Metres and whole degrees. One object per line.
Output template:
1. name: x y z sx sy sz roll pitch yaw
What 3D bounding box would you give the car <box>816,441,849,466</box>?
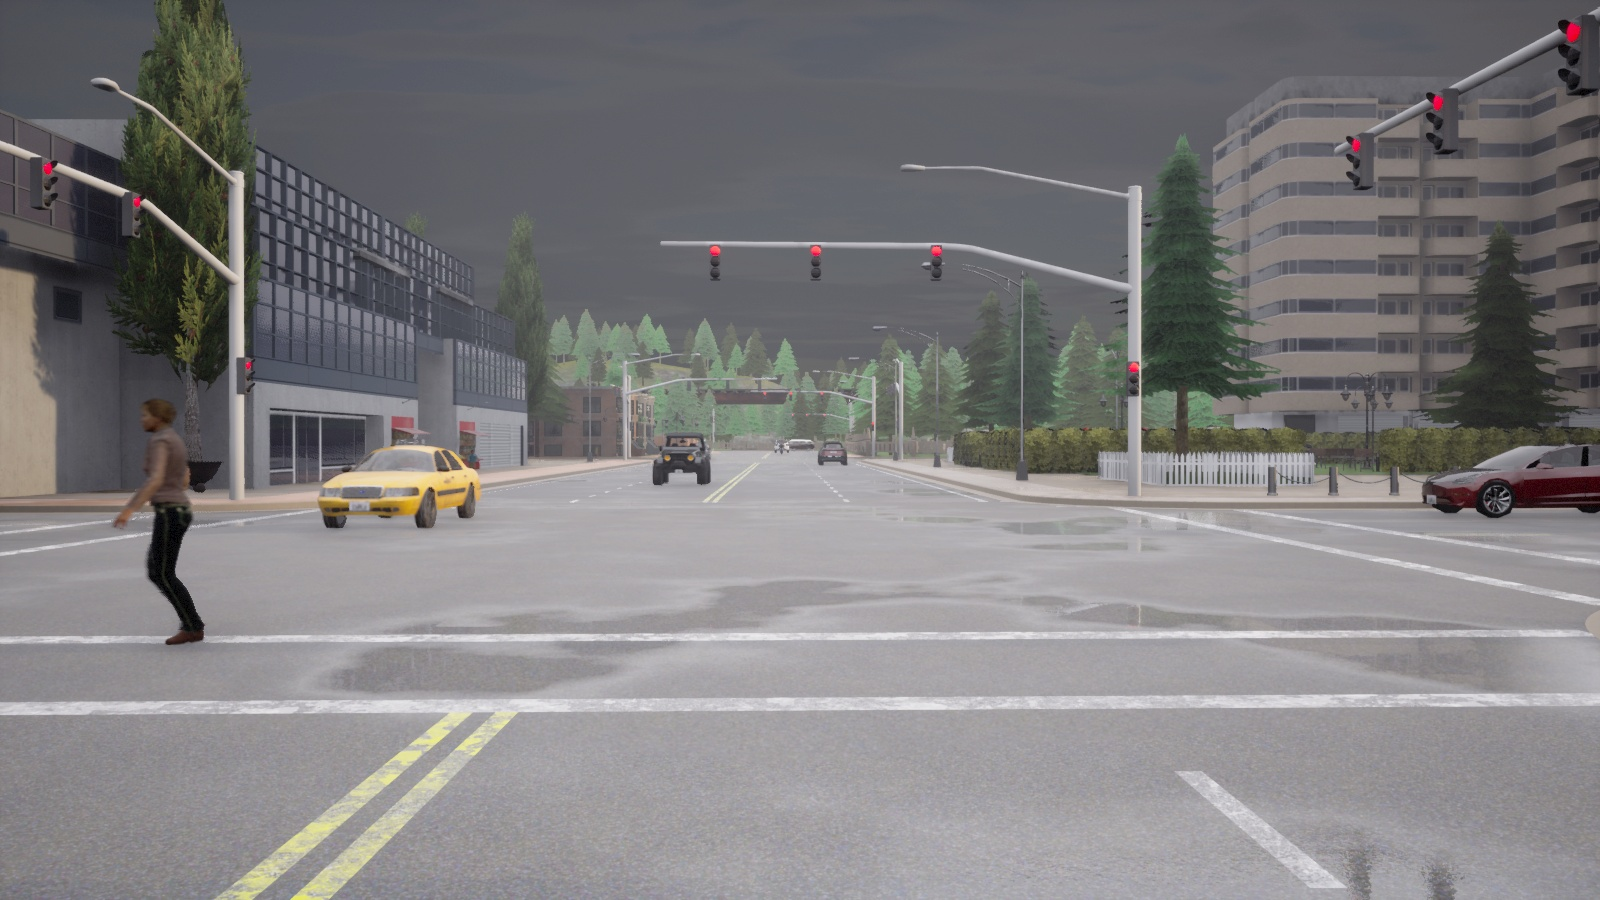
1. car: 2.189 0.194 85.725 2.033 1.649 4.856 0 0 -1

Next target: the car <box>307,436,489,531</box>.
1. car: -7.349 0.547 23.546 1.801 1.575 5.366 0 0 -1

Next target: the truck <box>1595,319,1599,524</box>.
1. truck: 19.204 -0.528 22.210 8.468 3.827 2.891 0 0 -1

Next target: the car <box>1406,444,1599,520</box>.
1. car: 15.302 0.614 25.652 4.792 1.488 2.163 0 0 -1

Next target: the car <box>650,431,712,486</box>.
1. car: -4.253 0.282 45.446 1.905 1.878 3.866 0 0 -1

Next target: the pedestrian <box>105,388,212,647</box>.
1. pedestrian: -4.672 0.480 9.171 0.634 1.846 0.331 0 0 -14
